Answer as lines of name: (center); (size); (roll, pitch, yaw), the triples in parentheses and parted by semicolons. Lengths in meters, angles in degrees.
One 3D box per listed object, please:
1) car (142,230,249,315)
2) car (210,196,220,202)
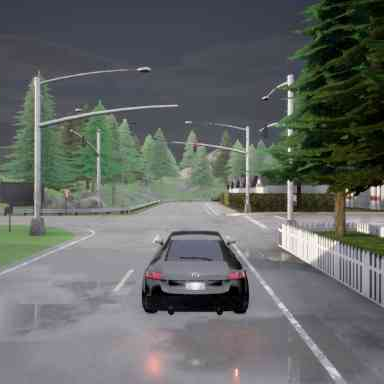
car: (0.075, 1.564, 7.644); (1.994, 1.385, 4.181); (0, 0, 1)
car: (6.697, 1.525, 72.863); (5.357, 1.411, 2.033); (0, 0, -22)
